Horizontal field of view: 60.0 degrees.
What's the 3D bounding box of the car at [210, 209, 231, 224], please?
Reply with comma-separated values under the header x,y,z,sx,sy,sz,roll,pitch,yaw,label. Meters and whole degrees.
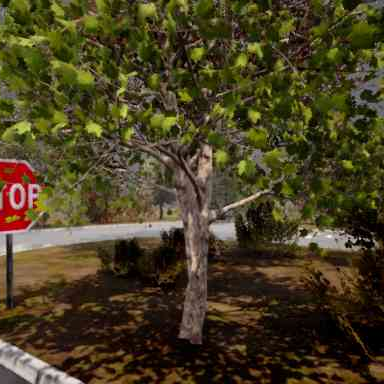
x,y,z,sx,sy,sz,roll,pitch,yaw,label
2.357,2.540,35.607,2.128,1.511,4.902,-1,-3,35,car
